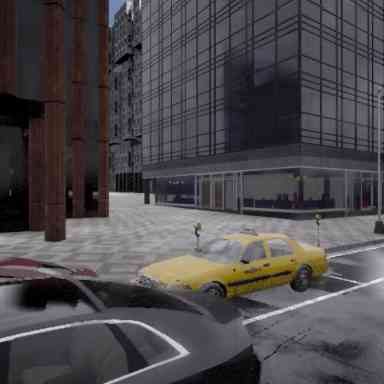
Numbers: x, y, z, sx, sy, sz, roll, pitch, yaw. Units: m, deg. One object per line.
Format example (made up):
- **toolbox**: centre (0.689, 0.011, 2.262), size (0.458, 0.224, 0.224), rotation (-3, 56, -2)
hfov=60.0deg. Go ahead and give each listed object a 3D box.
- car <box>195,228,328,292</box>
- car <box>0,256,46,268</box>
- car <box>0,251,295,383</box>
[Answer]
- **car**: centre (1.063, 1.525, 7.387), size (4.829, 1.417, 1.752), rotation (0, 0, -35)
- **car**: centre (-3.237, 1.582, 4.344), size (4.206, 1.307, 1.802), rotation (0, 0, -35)
- **car**: centre (-1.661, 1.504, 2.199), size (4.892, 1.490, 1.837), rotation (0, 0, -35)
